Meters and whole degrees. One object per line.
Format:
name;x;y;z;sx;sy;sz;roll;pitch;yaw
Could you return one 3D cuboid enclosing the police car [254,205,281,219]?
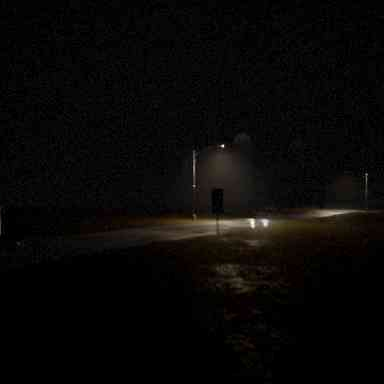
police car;9.262;2.365;40.857;1.930;1.638;5.238;0;-1;36
